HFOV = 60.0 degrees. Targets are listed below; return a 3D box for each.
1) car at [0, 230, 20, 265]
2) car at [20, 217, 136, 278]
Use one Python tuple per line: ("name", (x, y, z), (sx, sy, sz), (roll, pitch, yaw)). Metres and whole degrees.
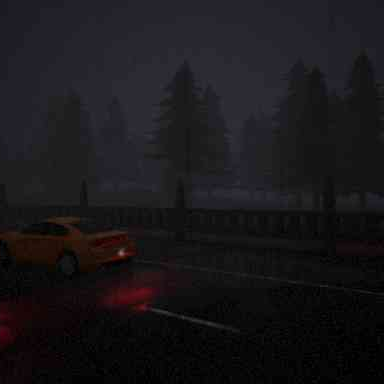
("car", (-6.568, 1.536, 7.743), (4.902, 1.511, 2.128), (0, 0, 30))
("car", (-4.054, 1.524, 10.339), (5.008, 1.535, 1.882), (0, 0, 31))
